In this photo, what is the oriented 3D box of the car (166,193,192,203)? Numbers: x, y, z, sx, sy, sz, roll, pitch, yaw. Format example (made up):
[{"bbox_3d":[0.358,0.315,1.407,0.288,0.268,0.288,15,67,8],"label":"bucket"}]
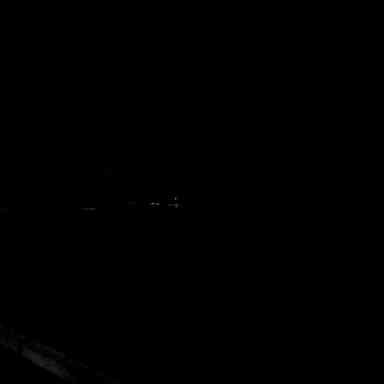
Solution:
[{"bbox_3d":[-2.014,1.023,60.196,1.837,1.490,4.892,0,1,37],"label":"car"}]

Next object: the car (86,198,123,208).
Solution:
[{"bbox_3d":[-12.351,1.495,47.372,2.033,1.411,5.357,0,1,39],"label":"car"}]

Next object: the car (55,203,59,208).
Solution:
[{"bbox_3d":[-19.780,1.554,43.727,1.994,1.385,4.181,0,0,39],"label":"car"}]

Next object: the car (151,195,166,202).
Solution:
[{"bbox_3d":[-5.169,1.275,61.849,2.033,1.411,5.357,0,1,38],"label":"car"}]
